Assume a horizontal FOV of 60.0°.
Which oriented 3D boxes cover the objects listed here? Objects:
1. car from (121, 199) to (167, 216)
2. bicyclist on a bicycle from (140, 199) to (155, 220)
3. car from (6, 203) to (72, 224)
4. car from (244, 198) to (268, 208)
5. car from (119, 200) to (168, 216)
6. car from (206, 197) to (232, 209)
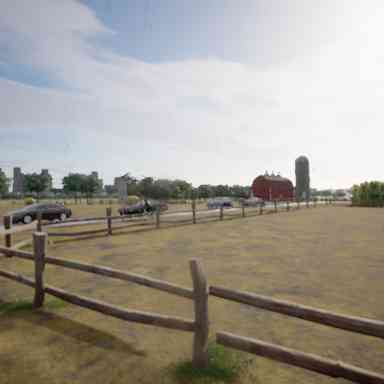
[{"bbox_3d":[-4.933,1.595,34.999,1.882,1.535,5.008,-2,-1,35],"label":"car"},{"bbox_3d":[-3.572,1.422,26.584,1.656,1.620,0.582,0,0,35],"label":"bicyclist on a bicycle"},{"bbox_3d":[-11.654,1.605,25.518,1.837,1.490,4.892,-2,-1,35],"label":"car"},{"bbox_3d":[9.738,1.617,50.624,2.033,1.411,5.357,-2,-1,36],"label":"car"},{"bbox_3d":[-4.367,1.624,30.748,1.895,1.301,4.718,-2,-1,36],"label":"car"},{"bbox_3d":[3.849,1.491,47.321,2.097,1.767,4.553,-2,-1,36],"label":"car"}]
